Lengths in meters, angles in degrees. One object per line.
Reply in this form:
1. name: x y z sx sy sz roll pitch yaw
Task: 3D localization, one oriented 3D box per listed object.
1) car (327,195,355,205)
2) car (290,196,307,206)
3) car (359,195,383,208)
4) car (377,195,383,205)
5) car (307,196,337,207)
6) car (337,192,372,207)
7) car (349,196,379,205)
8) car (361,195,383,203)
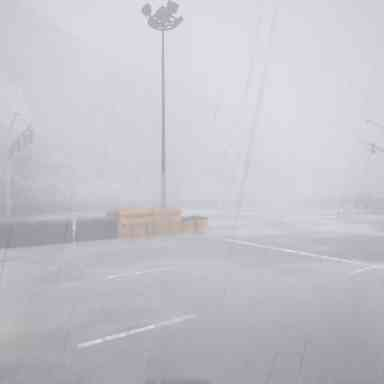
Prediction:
1. car: 25.387 1.280 56.564 4.902 1.511 2.128 0 0 -35
2. car: 16.929 1.360 50.540 4.674 1.442 1.812 0 0 -35
3. car: 23.805 1.431 42.550 4.718 1.301 1.895 0 0 -36
4. car: 31.485 1.269 52.323 4.902 1.511 2.128 0 0 -35
5. car: 19.431 1.323 48.025 4.902 1.511 2.128 0 0 -36
6. car: 23.070 1.044 46.326 5.566 2.045 2.150 0 0 -36
7. car: 28.027 1.332 54.149 5.357 1.411 2.033 0 0 -35
8. car: 33.868 1.338 62.549 4.718 1.301 1.895 0 0 -36
